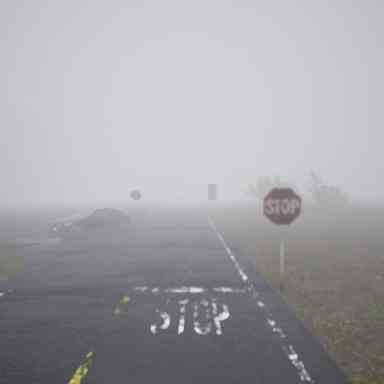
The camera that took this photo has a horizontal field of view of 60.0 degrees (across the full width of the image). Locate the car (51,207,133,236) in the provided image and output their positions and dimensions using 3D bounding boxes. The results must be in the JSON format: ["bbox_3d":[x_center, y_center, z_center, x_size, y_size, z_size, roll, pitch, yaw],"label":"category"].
[{"bbox_3d":[-5.448,1.574,18.608,1.812,1.442,4.674,0,1,39],"label":"car"}]

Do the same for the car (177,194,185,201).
[{"bbox_3d":[-2.734,1.311,81.905,1.882,1.535,5.008,0,0,0],"label":"car"}]
